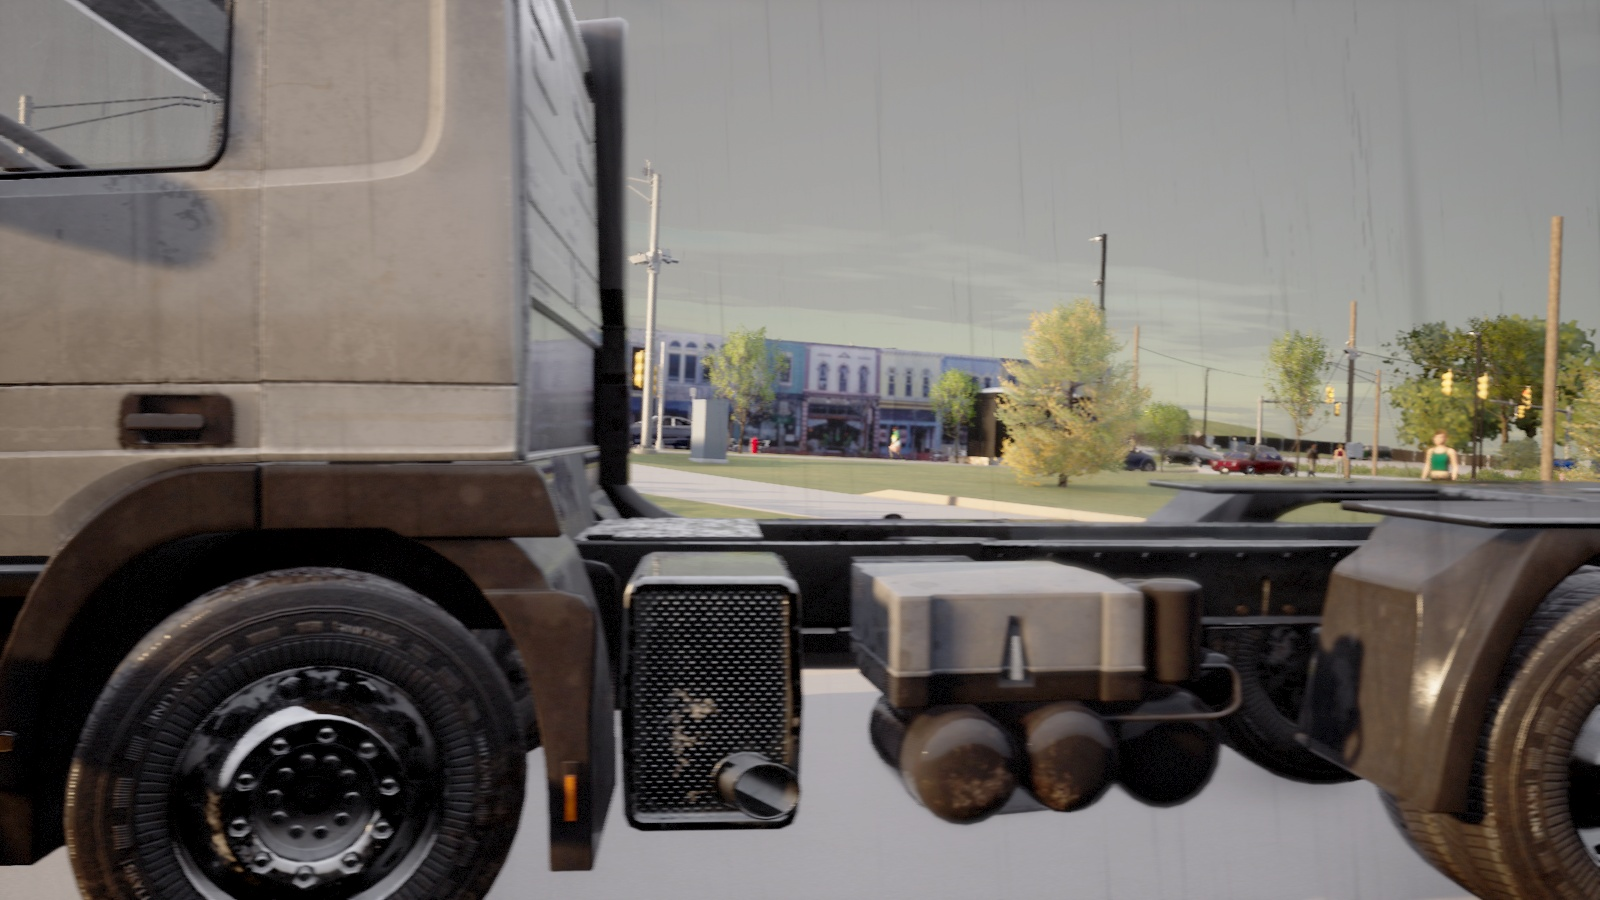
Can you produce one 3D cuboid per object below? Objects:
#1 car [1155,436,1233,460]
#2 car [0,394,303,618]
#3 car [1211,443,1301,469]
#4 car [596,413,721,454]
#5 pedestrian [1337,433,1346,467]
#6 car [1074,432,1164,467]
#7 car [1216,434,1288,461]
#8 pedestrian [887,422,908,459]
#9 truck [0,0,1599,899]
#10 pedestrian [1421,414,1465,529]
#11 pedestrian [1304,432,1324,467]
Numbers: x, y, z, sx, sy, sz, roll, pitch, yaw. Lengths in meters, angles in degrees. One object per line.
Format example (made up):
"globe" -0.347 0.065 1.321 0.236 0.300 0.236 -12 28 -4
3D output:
"car" 25.794 -0.146 82.378 2.163 1.488 4.792 1 1 -24
"car" -6.035 0.316 10.794 1.970 1.475 3.806 2 3 0
"car" 23.892 0.289 65.817 4.718 1.301 1.895 0 0 -31
"car" -6.278 -0.721 55.789 5.027 1.651 2.152 1 0 -25
"pedestrian" 28.684 0.001 66.527 0.345 1.836 0.594 1 0 28
"car" 15.657 -0.019 61.712 3.988 1.617 1.851 1 0 -25
"car" 31.314 -0.205 87.174 2.097 1.767 4.553 1 1 -24
"pedestrian" 5.181 -0.482 66.974 0.873 1.952 0.659 1 0 -24
"truck" 0.976 -0.266 4.805 7.936 3.462 2.891 -1 1 -4
"pedestrian" 10.343 0.343 20.195 0.594 1.836 0.345 1 0 -33
"pedestrian" 27.873 -0.020 68.077 0.563 1.883 0.849 1 0 -20
